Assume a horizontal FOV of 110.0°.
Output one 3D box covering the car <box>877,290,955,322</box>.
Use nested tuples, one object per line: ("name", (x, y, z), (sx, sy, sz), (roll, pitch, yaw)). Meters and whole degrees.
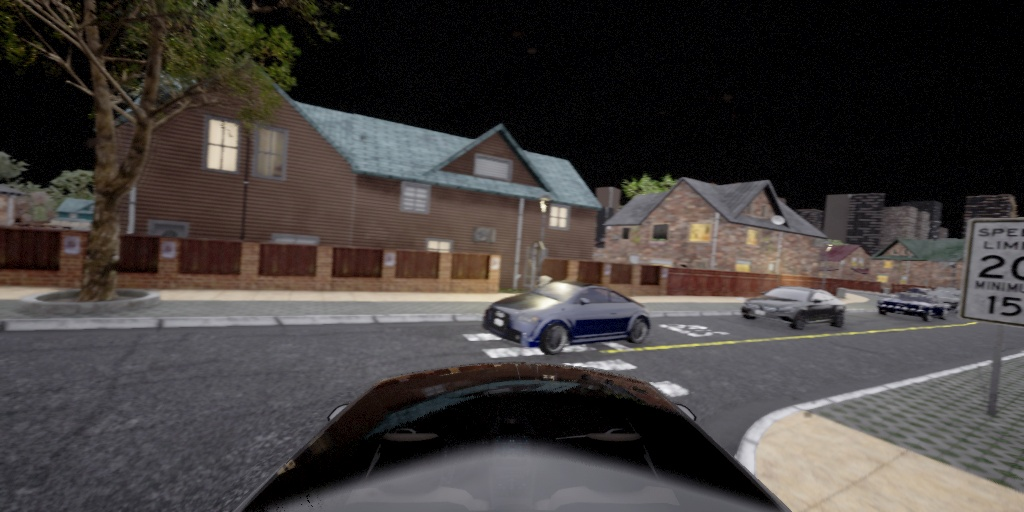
("car", (22.013, 2.726, 19.650), (4.718, 1.301, 1.895), (4, 2, -30))

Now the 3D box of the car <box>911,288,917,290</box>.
("car", (43.518, 4.141, 38.117), (2.033, 1.411, 5.357), (5, 1, 23))

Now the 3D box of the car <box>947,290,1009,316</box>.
("car", (38.032, 3.767, 29.427), (1.882, 1.535, 5.008), (6, 2, 38))

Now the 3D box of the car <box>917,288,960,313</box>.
("car", (32.435, 3.333, 27.185), (5.008, 1.535, 1.882), (4, 2, -44))

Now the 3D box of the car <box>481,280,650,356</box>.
("car", (1.402, 1.315, 8.621), (4.181, 1.385, 1.994), (4, 2, -33))

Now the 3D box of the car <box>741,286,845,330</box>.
("car", (10.990, 1.910, 13.888), (4.674, 1.442, 1.812), (4, 2, -27))
